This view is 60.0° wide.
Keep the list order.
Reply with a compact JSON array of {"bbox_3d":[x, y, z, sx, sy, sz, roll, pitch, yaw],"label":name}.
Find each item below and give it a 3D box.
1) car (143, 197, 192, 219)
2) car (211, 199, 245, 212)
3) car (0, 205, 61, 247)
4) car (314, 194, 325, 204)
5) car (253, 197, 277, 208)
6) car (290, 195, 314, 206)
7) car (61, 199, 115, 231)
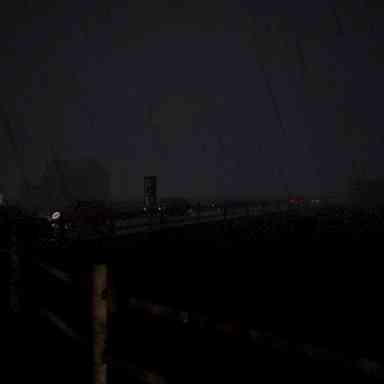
[{"bbox_3d":[-1.937,1.236,27.410,2.097,1.767,4.553,0,0,34],"label":"car"},{"bbox_3d":[3.954,1.439,36.053,1.895,1.301,4.718,0,0,34],"label":"car"},{"bbox_3d":[-7.514,1.276,12.990,2.097,1.767,4.553,0,0,12],"label":"car"},{"bbox_3d":[21.372,1.194,56.409,1.837,1.490,4.892,0,0,34],"label":"car"},{"bbox_3d":[9.802,1.353,44.584,1.994,1.385,4.181,0,0,35],"label":"car"},{"bbox_3d":[15.776,1.342,48.182,1.895,1.301,4.718,0,0,34],"label":"car"},{"bbox_3d":[-6.970,1.273,20.136,2.097,1.767,4.553,0,0,36],"label":"car"}]
